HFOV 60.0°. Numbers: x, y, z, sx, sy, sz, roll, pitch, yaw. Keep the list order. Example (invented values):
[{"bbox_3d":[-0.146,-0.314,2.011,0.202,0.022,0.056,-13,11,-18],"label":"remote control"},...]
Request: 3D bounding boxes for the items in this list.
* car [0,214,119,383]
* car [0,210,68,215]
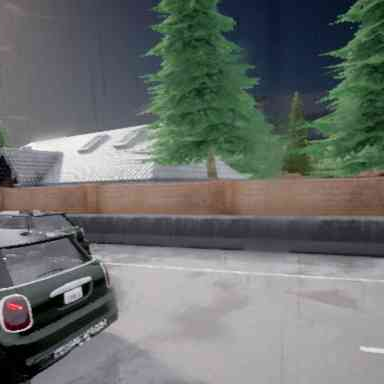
[{"bbox_3d":[-3.469,1.345,4.901,4.553,1.767,2.097,-1,1,21],"label":"car"},{"bbox_3d":[-5.220,1.315,9.353,4.553,1.767,2.097,-1,1,22],"label":"car"}]
